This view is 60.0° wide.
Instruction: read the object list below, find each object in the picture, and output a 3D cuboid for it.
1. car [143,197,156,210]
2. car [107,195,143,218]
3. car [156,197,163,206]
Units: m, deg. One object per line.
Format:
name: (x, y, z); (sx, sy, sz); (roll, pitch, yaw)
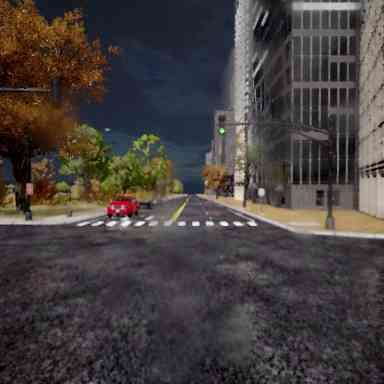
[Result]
car: (-6.494, 1.722, 45.605); (1.994, 1.385, 4.181); (0, 0, 0)
car: (-6.531, 1.328, 32.093); (2.150, 2.045, 5.566); (0, 0, 1)
car: (-6.425, 1.713, 61.323); (2.128, 1.511, 4.902); (0, 0, 1)
